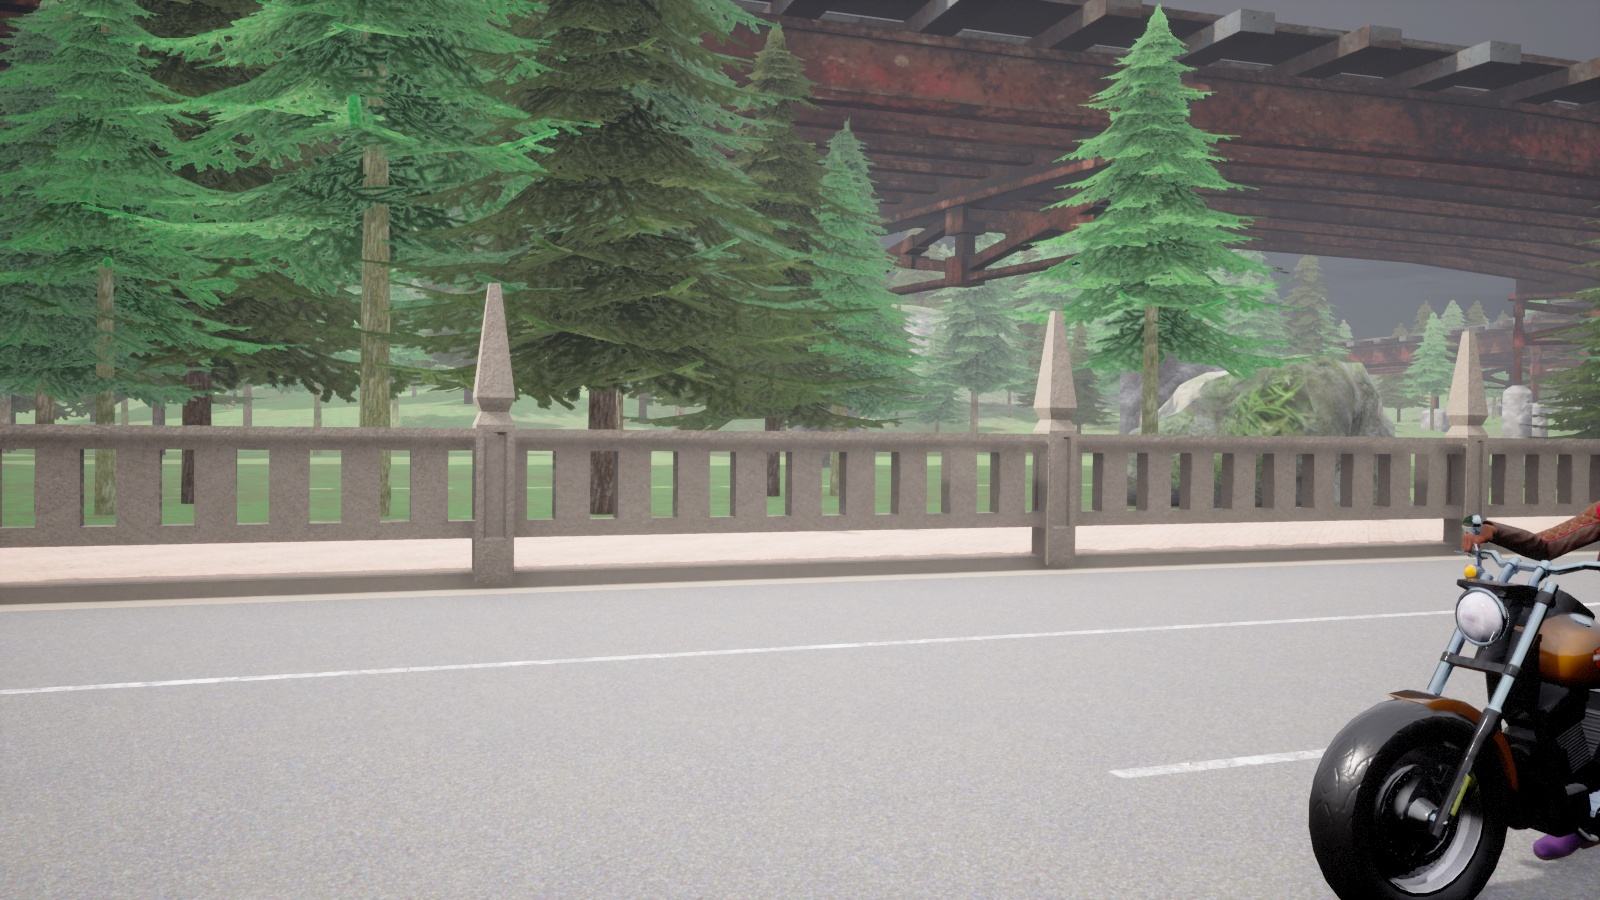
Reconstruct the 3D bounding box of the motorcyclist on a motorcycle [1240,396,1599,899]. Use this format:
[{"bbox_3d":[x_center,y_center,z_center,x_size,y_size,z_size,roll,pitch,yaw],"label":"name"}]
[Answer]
[{"bbox_3d":[2.716,0.650,4.271,2.350,1.649,0.766,-1,1,-21],"label":"motorcyclist on a motorcycle"}]
